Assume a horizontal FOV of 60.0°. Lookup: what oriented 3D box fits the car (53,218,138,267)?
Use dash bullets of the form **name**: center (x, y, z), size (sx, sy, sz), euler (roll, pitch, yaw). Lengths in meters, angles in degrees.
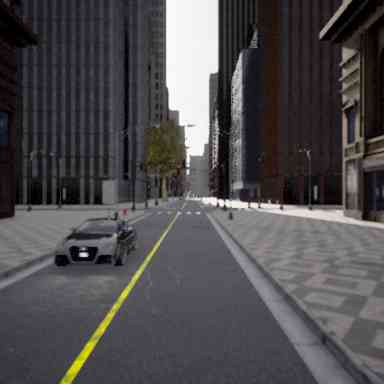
- **car**: center (-3.098, 1.615, 11.489), size (1.994, 1.385, 4.181), euler (0, 0, 0)
